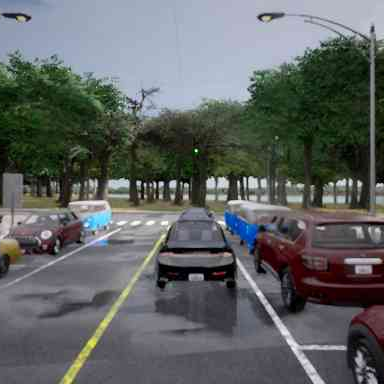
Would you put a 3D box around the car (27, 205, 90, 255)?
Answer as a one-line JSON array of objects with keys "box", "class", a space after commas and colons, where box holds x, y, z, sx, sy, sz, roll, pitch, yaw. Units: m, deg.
[{"box": [-5.759, 1.485, 13.184, 1.967, 1.590, 4.097, 0, 0, 0], "class": "car"}]

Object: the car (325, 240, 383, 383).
[{"box": [2.762, 1.448, 2.306, 1.967, 1.590, 4.097, 0, 0, 0], "class": "car"}]

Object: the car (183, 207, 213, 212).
[{"box": [0.359, 1.632, 20.428, 1.994, 1.385, 4.181, 0, 0, 7], "class": "car"}]

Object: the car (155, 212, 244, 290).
[{"box": [0.095, 1.523, 9.183, 2.128, 1.511, 4.902, 0, 0, 0], "class": "car"}]

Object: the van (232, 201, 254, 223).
[{"box": [2.766, 1.386, 13.182, 1.690, 1.788, 3.998, 0, 0, 0], "class": "van"}]

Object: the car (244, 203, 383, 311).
[{"box": [2.764, 1.341, 7.744, 2.192, 1.841, 5.009, 0, 0, 0], "class": "car"}]

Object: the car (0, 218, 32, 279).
[{"box": [-5.761, 1.551, 7.577, 1.752, 1.417, 4.829, 0, 0, 0], "class": "car"}]

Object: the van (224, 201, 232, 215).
[{"box": [2.768, 1.404, 18.619, 1.690, 1.788, 3.998, 0, 0, 0], "class": "van"}]

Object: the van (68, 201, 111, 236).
[{"box": [-5.758, 1.404, 18.622, 1.690, 1.788, 3.998, 0, 0, 0], "class": "van"}]
